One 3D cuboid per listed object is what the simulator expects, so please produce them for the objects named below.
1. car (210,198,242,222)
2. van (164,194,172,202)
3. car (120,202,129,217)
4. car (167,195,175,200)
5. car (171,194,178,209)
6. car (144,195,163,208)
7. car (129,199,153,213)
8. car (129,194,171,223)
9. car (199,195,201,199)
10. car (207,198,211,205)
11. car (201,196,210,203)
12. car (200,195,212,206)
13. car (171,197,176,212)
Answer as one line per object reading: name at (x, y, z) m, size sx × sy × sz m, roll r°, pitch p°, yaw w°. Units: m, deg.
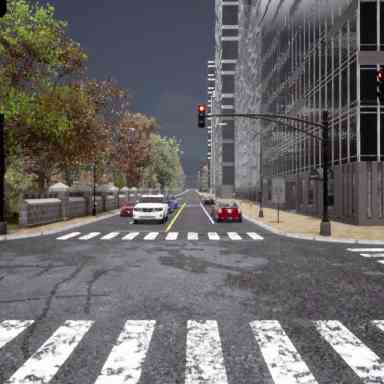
car at (2.746, 1.442, 26.042) m, size 1.967 × 1.590 × 4.097 m, roll 0°, pitch 0°, yaw 0°
van at (-5.527, 1.313, 77.202) m, size 1.690 × 1.788 × 3.998 m, roll 0°, pitch 0°, yaw 0°
car at (-5.624, 1.547, 31.737) m, size 1.887 × 1.381 × 4.507 m, roll 0°, pitch 0°, yaw 0°
car at (-5.504, 1.531, 88.569) m, size 1.802 × 1.307 × 4.206 m, roll 0°, pitch 0°, yaw 0°
car at (-2.994, 1.354, 45.885) m, size 2.097 × 1.767 × 4.553 m, roll 0°, pitch 0°, yaw 0°
car at (-5.587, 1.316, 48.786) m, size 2.192 × 1.841 × 5.009 m, roll 0°, pitch 0°, yaw 0°
car at (-5.612, 1.553, 37.420) m, size 2.008 × 1.369 × 4.403 m, roll 0°, pitch 0°, yaw 0°
car at (-3.050, 1.223, 25.521) m, size 2.150 × 2.045 × 5.566 m, roll 0°, pitch 0°, yaw 0°
car at (2.817, 1.434, 60.128) m, size 1.967 × 1.590 × 4.097 m, roll 0°, pitch 0°, yaw 0°
car at (2.757, 1.568, 31.722) m, size 1.947 × 1.339 × 4.313 m, roll 0°, pitch 0°, yaw 0°
car at (2.841, 1.506, 71.664) m, size 1.752 × 1.417 × 4.829 m, roll 0°, pitch 0°, yaw 0°
car at (2.805, 1.564, 54.447) m, size 1.947 × 1.339 × 4.313 m, roll 0°, pitch 0°, yaw 0°
car at (-3.024, 1.528, 35.675) m, size 1.812 × 1.442 × 4.674 m, roll 0°, pitch 0°, yaw 0°
